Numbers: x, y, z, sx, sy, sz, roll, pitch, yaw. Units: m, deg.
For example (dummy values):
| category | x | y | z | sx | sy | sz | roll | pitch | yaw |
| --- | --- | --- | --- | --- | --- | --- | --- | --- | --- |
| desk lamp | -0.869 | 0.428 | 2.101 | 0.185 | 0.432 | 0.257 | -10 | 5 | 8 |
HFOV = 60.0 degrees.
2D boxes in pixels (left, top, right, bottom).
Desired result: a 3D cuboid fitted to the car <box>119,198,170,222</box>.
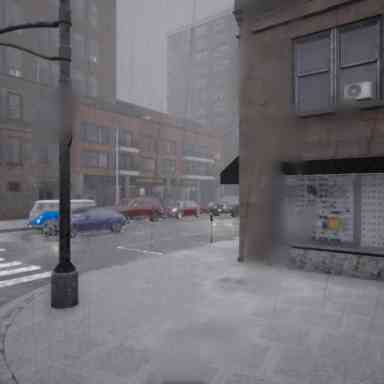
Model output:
| category | x | y | z | sx | sy | sz | roll | pitch | yaw |
| --- | --- | --- | --- | --- | --- | --- | --- | --- | --- |
| car | -4.288 | 1.335 | 24.318 | 2.192 | 1.841 | 5.009 | 0 | 0 | 36 |

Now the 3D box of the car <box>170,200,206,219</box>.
| category | x | y | z | sx | sy | sz | roll | pitch | yaw |
| --- | --- | --- | --- | --- | --- | --- | --- | --- | --- |
| car | -1.006 | 1.465 | 28.851 | 1.967 | 1.590 | 4.097 | 0 | 0 | 36 |

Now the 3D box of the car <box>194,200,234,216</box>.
| category | x | y | z | sx | sy | sz | roll | pitch | yaw |
| --- | --- | --- | --- | --- | --- | --- | --- | --- | --- |
| car | 2.275 | 1.574 | 33.384 | 1.887 | 1.381 | 4.507 | 0 | 0 | 36 |

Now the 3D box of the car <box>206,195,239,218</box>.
| category | x | y | z | sx | sy | sz | roll | pitch | yaw |
| --- | --- | --- | --- | --- | --- | --- | --- | --- | --- |
| car | 4.003 | 1.254 | 31.069 | 2.150 | 2.045 | 5.566 | 0 | -1 | 36 |

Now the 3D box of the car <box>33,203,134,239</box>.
| category | x | y | z | sx | sy | sz | roll | pitch | yaw |
| --- | --- | --- | --- | --- | --- | --- | --- | --- | --- |
| car | -5.615 | 1.541 | 17.785 | 1.812 | 1.442 | 4.674 | 0 | 0 | 36 |

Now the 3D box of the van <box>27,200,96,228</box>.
| category | x | y | z | sx | sy | sz | roll | pitch | yaw |
| --- | --- | --- | --- | --- | --- | --- | --- | --- | --- |
| van | -7.569 | 1.357 | 19.785 | 1.690 | 1.788 | 3.998 | 0 | 0 | 36 |
